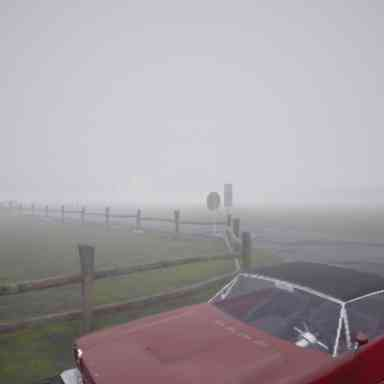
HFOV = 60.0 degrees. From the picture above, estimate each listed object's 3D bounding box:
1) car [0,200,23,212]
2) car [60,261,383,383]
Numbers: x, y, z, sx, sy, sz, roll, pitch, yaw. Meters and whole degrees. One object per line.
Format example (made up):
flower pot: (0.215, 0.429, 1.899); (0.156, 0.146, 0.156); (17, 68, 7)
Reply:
car: (-25.155, 1.873, 46.201); (2.097, 1.767, 4.553); (0, -1, -44)
car: (1.125, 1.595, 3.742); (4.718, 1.301, 1.895); (0, 0, -35)
